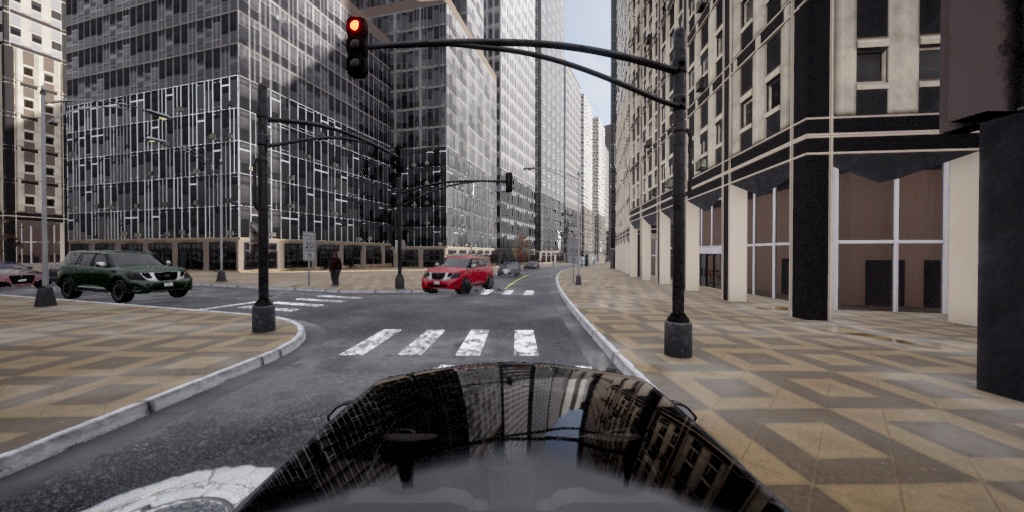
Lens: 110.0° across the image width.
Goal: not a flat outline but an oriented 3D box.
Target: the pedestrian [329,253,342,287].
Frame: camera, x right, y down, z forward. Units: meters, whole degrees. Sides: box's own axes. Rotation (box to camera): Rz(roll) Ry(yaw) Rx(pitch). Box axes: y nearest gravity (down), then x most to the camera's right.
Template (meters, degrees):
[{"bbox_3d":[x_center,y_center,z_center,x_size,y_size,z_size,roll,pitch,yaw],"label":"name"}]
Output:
[{"bbox_3d":[-9.580,0.716,19.439,0.375,1.860,0.375,0,0,16],"label":"pedestrian"}]

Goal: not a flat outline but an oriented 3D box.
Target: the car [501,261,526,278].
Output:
[{"bbox_3d":[-0.176,1.302,35.839,2.128,1.511,4.902,0,0,9],"label":"car"}]

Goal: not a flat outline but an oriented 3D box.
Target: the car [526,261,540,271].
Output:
[{"bbox_3d":[2.966,1.443,52.756,2.033,1.411,5.357,0,0,13],"label":"car"}]

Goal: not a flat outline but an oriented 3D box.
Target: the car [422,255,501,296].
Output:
[{"bbox_3d":[-2.775,0.983,20.092,2.150,2.045,5.566,1,0,19],"label":"car"}]

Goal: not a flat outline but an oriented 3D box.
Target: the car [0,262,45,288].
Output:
[{"bbox_3d":[-25.803,0.981,18.032,4.181,1.385,1.994,1,1,16],"label":"car"}]

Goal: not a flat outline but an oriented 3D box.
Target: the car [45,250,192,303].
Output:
[{"bbox_3d":[-16.617,0.770,15.376,5.566,2.045,2.150,1,1,17],"label":"car"}]
